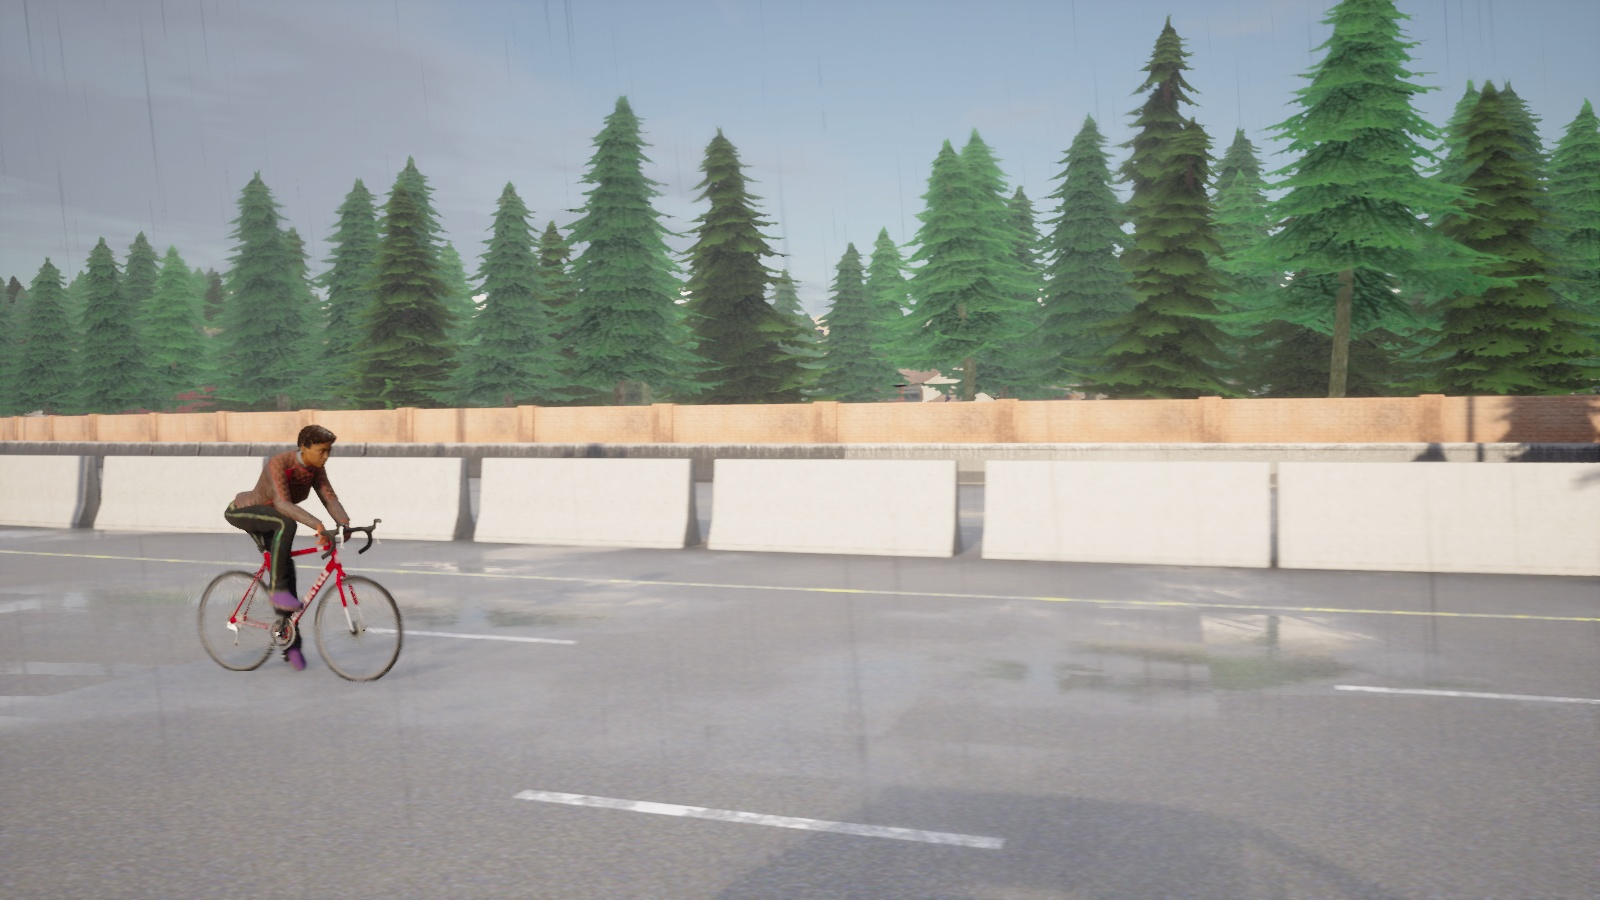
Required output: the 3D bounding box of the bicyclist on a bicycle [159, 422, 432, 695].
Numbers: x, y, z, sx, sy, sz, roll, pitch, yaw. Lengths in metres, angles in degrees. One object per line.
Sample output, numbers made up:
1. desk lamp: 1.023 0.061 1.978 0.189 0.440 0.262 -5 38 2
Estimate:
1. bicyclist on a bicycle: -3.241 0.639 8.061 1.656 1.620 0.582 1 1 20
